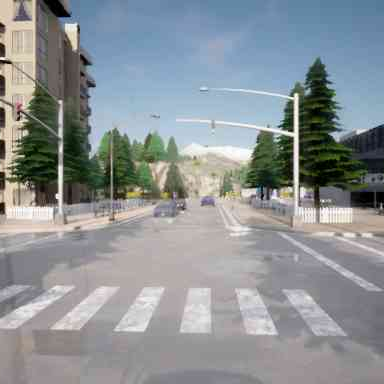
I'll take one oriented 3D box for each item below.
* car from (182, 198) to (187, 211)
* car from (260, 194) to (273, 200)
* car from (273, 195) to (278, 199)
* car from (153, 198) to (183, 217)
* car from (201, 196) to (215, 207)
[{"bbox_3d":[-1.739,1.534,41.944,2.128,1.511,4.902,0,0,4],"label":"car"},{"bbox_3d":[18.358,1.424,82.526,1.845,1.501,3.633,0,0,4],"label":"car"},{"bbox_3d":[21.864,1.436,89.713,1.970,1.475,3.806,0,0,4],"label":"car"},{"bbox_3d":[-2.374,1.588,31.878,2.033,1.411,5.357,0,0,4],"label":"car"},{"bbox_3d":[2.590,1.396,53.860,2.097,1.767,4.553,0,0,4],"label":"car"}]
